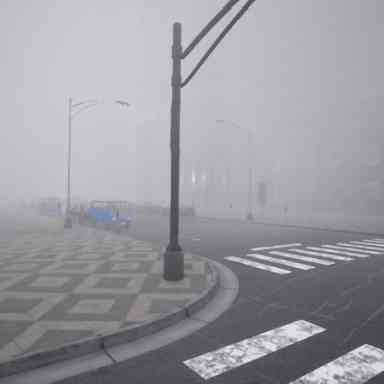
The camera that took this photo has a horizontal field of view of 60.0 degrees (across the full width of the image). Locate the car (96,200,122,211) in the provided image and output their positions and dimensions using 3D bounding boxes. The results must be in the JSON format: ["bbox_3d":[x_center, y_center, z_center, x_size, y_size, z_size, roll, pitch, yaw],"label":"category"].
[{"bbox_3d":[-11.115,1.752,44.353,1.752,1.417,4.829,1,-1,-35],"label":"car"}]

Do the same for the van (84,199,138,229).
[{"bbox_3d":[-5.250,1.334,21.249,1.690,1.788,3.998,1,-1,-35],"label":"van"}]

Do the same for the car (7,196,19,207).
[{"bbox_3d":[-27.573,1.691,52.830,2.008,1.369,4.403,1,-1,-35],"label":"car"}]

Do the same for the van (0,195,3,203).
[{"bbox_3d":[-46.702,1.610,79.904,1.690,1.788,3.998,1,-1,-35],"label":"van"}]

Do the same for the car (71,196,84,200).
[{"bbox_3d":[-17.398,1.813,53.237,1.887,1.381,4.507,1,-1,-35],"label":"car"}]

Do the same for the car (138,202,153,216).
[{"bbox_3d":[-4.636,1.728,35.193,1.887,1.381,4.507,1,-1,-35],"label":"car"}]

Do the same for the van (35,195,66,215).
[{"bbox_3d":[-14.816,1.396,34.785,1.690,1.788,3.998,1,-1,-35],"label":"van"}]

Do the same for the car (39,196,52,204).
[{"bbox_3d":[-33.351,1.815,75.794,1.967,1.590,4.097,1,-1,-35],"label":"car"}]

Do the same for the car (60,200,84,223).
[{"bbox_3d":[-8.441,1.558,25.759,1.887,1.381,4.507,1,-1,-35],"label":"car"}]

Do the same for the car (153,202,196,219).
[{"bbox_3d":[-1.445,1.708,30.682,1.887,1.381,4.507,1,-1,-35],"label":"car"}]

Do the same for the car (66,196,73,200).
[{"bbox_3d":[-20.587,1.605,57.750,2.192,1.841,5.009,1,-1,-35],"label":"car"}]

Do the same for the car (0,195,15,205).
[{"bbox_3d":[-37.040,1.729,66.228,1.752,1.417,4.829,1,-1,-35],"label":"car"}]

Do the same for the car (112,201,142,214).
[{"bbox_3d":[-7.826,1.749,39.704,1.887,1.381,4.507,1,-1,-35],"label":"car"}]

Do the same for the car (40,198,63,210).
[{"bbox_3d":[-19.706,1.656,46.508,1.837,1.490,4.892,1,-1,-35],"label":"car"}]

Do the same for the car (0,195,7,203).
[{"bbox_3d":[-43.513,1.562,75.392,2.192,1.841,5.009,1,-1,-35],"label":"car"}]

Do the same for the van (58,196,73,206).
[{"bbox_3d":[-23.778,1.652,62.261,1.690,1.788,3.998,1,-1,-35],"label":"van"}]

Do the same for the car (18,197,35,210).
[{"bbox_3d":[-21.196,1.679,43.806,1.802,1.307,4.206,1,-1,-35],"label":"car"}]

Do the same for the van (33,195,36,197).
[{"bbox_3d":[-36.540,1.738,80.305,1.690,1.788,3.998,1,-1,-35],"label":"van"}]

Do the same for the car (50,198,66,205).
[{"bbox_3d":[-26.970,1.883,66.770,2.008,1.369,4.403,1,-1,-35],"label":"car"}]
